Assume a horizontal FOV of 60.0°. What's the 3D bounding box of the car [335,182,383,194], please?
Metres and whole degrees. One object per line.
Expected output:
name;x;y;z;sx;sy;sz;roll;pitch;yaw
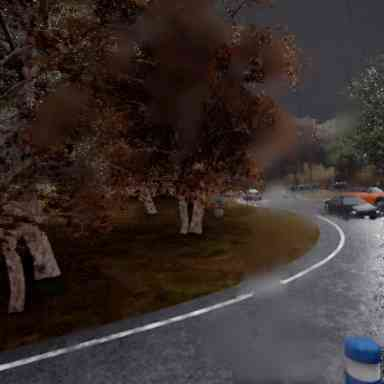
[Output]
car;15.230;0.305;28.531;2.097;1.767;4.553;-4;2;-37

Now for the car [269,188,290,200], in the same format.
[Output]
car;11.036;0.201;42.792;1.812;1.442;4.674;-3;2;10

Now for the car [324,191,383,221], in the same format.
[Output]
car;10.188;0.962;21.569;2.033;1.411;5.357;-2;2;5

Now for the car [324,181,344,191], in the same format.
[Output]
car;25.472;-1.076;57.809;5.008;1.535;1.882;-2;2;-8

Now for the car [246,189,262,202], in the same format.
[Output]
car;7.758;0.369;42.232;1.812;1.442;4.674;-3;2;8

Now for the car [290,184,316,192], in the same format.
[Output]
car;19.718;-0.739;59.317;4.718;1.301;1.895;-4;2;-23
